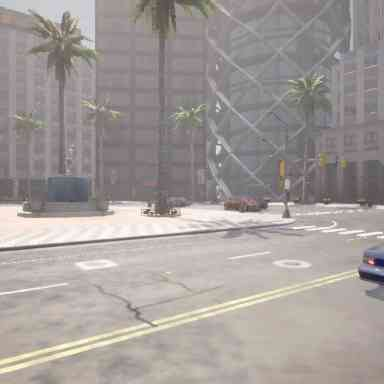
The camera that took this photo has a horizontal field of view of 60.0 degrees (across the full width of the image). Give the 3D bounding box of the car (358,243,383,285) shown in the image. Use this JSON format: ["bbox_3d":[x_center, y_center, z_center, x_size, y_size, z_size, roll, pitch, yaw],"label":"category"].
[{"bbox_3d":[6.251,1.547,8.230,5.357,1.411,2.033,0,0,-35],"label":"car"}]

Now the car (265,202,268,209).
[{"bbox_3d":[7.585,1.478,43.233,1.882,1.535,5.008,0,0,-41],"label":"car"}]

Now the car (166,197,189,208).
[{"bbox_3d":[-3.031,1.564,47.904,4.181,1.385,1.994,0,0,29],"label":"car"}]

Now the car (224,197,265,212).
[{"bbox_3d":[5.940,1.352,39.669,2.097,1.767,4.553,0,0,-39],"label":"car"}]

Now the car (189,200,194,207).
[{"bbox_3d":[-2.070,1.490,51.331,4.902,1.511,2.128,0,0,28],"label":"car"}]
